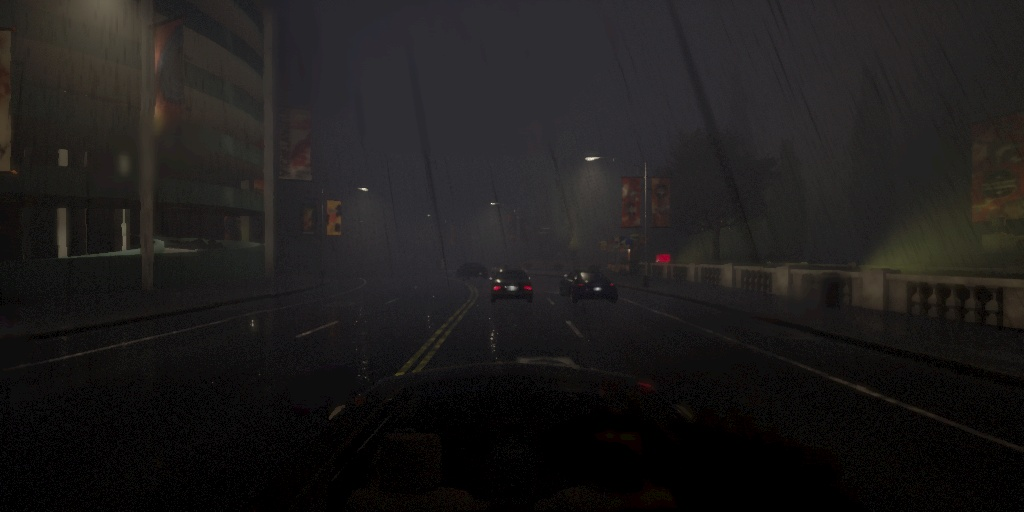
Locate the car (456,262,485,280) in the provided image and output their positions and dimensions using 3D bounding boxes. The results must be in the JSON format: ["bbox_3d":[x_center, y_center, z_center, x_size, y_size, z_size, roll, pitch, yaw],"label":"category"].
[{"bbox_3d":[-3.542,1.280,31.739,1.812,1.442,4.674,0,0,-24],"label":"car"}]

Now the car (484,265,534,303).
[{"bbox_3d":[-0.065,1.310,16.561,2.033,1.411,5.357,0,0,-2],"label":"car"}]

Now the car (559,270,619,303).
[{"bbox_3d":[3.433,1.320,16.683,1.994,1.385,4.181,0,0,-2],"label":"car"}]
